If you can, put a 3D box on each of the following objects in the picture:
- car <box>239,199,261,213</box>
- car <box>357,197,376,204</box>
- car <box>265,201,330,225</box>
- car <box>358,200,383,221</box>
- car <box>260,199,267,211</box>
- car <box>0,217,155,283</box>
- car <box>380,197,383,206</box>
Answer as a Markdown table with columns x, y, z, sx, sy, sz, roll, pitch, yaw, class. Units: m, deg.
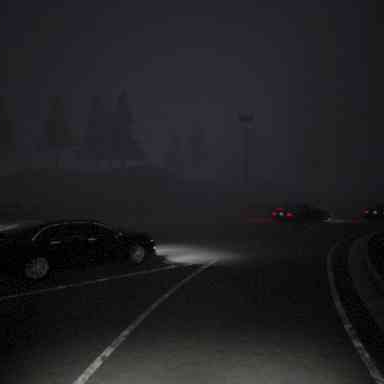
| x | y | z | sx | sy | sz | roll | pitch | yaw | class |
| --- | --- | --- | --- | --- | --- | --- | --- | --- | --- |
| 7.395 | 1.504 | 37.632 | 4.902 | 1.511 | 2.128 | 0 | 0 | -41 | car |
| 30.571 | 1.570 | 57.864 | 5.357 | 1.411 | 2.033 | 0 | 0 | -41 | car |
| 7.956 | 1.557 | 24.222 | 5.357 | 1.411 | 2.033 | 0 | 0 | -41 | car |
| 15.488 | 1.558 | 26.213 | 5.357 | 1.411 | 2.033 | 0 | 0 | -40 | car |
| 8.393 | 1.537 | 29.234 | 4.674 | 1.442 | 1.812 | 0 | 0 | -41 | car |
| -3.356 | 1.510 | 9.775 | 4.892 | 1.490 | 1.837 | -1 | 0 | -41 | car |
| 33.250 | 1.548 | 55.554 | 4.674 | 1.442 | 1.812 | 0 | 0 | -41 | car |
